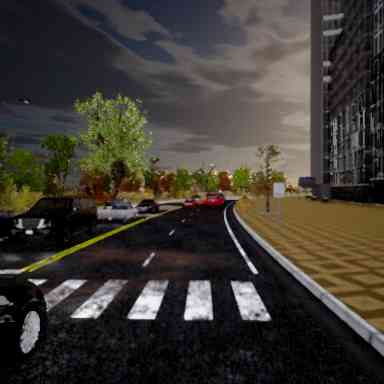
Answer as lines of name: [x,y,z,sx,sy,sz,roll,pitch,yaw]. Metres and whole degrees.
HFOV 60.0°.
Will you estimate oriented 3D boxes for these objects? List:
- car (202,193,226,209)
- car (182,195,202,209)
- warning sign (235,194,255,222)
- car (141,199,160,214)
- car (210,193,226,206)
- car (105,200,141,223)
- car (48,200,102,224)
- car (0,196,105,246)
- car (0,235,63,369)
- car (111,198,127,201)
car: [3.052,1.192,44.956,2.150,2.045,5.566,0,0,8]
car: [-0.142,1.530,45.837,1.994,1.385,4.181,0,0,8]
warning sign: [3.658,1.100,23.053,1.300,1.860,1.060,0,0,4]
car: [-4.677,1.493,35.838,1.812,1.442,4.674,0,0,6]
car: [4.412,1.188,55.383,2.150,2.045,5.566,0,0,9]
car: [-5.588,1.574,25.547,1.895,1.301,4.718,0,0,4]
car: [-8.836,1.461,25.672,2.128,1.511,4.902,0,0,4]
car: [-6.177,1.202,15.646,2.150,2.045,5.566,0,0,3]
car: [-3.093,1.500,3.012,1.837,1.490,4.892,0,0,0]
car: [-7.934,1.455,35.972,2.128,1.511,4.902,0,0,6]
